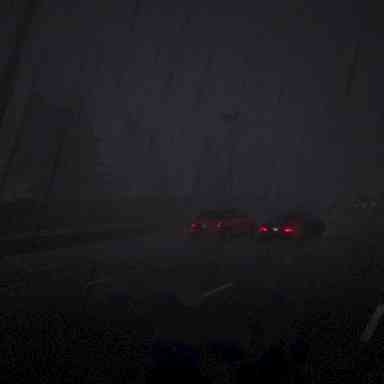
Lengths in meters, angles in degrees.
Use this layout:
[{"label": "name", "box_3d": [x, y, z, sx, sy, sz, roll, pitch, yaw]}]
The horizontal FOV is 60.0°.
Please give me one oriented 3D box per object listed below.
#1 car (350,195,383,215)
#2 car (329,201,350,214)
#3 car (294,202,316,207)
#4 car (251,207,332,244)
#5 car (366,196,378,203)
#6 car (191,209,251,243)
[{"label": "car", "box_3d": [18.963, 1.389, 35.632, 2.150, 2.045, 5.566, -3, -1, 37]}, {"label": "car", "box_3d": [17.908, 1.815, 40.060, 1.837, 1.490, 4.892, -3, -1, 37]}, {"label": "car", "box_3d": [13.690, 1.972, 40.230, 1.837, 1.490, 4.892, -3, -1, 37]}, {"label": "car", "box_3d": [5.375, 1.776, 17.364, 2.033, 1.411, 5.357, -3, -2, 37]}, {"label": "car", "box_3d": [44.202, 1.829, 81.494, 1.837, 1.490, 4.892, -3, -2, 37]}, {"label": "car", "box_3d": [1.946, 1.735, 18.630, 2.097, 1.767, 4.553, -3, -2, 37]}]
